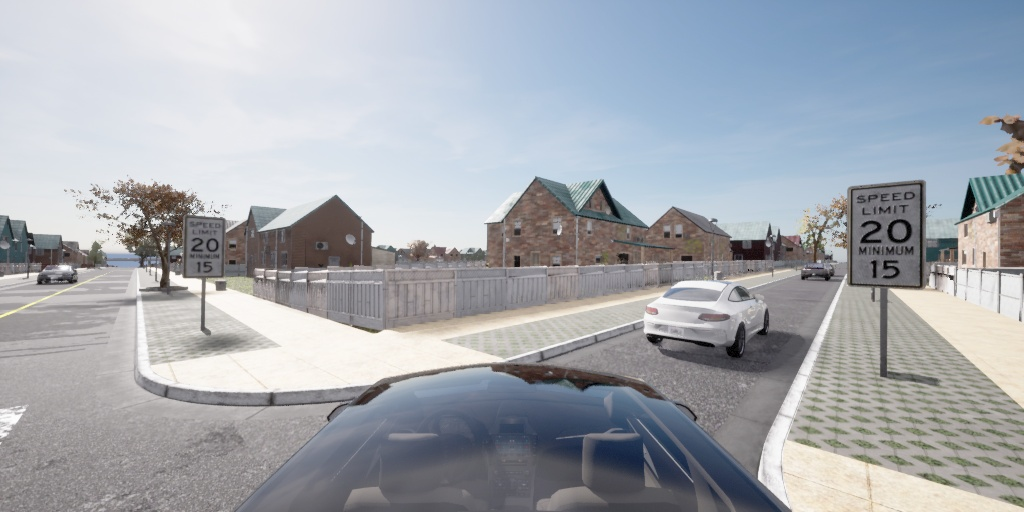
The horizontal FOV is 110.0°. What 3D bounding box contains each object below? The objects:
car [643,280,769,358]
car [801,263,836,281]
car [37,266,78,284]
[{"bbox_3d":[4.776,1.293,8.632,1.812,1.442,4.674,0,0,44],"label":"car"},{"bbox_3d":[27.212,1.370,32.062,2.128,1.511,4.902,0,0,44],"label":"car"},{"bbox_3d":[-38.665,1.565,30.607,4.902,1.511,2.128,-1,-2,44],"label":"car"}]
